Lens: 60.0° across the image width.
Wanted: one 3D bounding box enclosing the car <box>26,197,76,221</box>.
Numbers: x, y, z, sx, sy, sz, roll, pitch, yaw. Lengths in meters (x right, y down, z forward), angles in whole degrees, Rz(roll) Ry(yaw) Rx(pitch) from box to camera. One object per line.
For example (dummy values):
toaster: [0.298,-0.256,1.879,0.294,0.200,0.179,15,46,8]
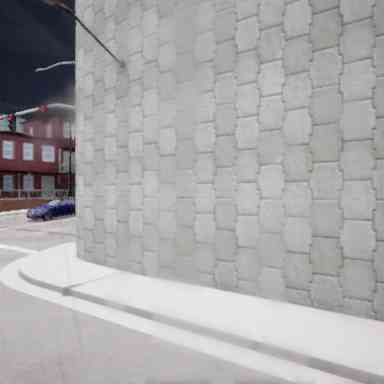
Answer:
car: [-9.590,1.148,24.253,1.812,1.442,4.674,0,5,35]
